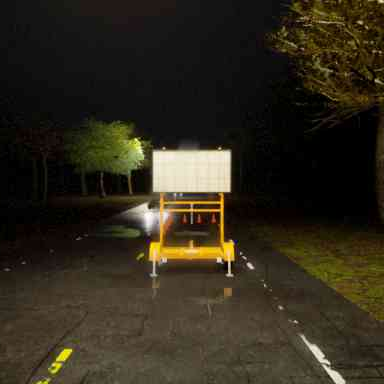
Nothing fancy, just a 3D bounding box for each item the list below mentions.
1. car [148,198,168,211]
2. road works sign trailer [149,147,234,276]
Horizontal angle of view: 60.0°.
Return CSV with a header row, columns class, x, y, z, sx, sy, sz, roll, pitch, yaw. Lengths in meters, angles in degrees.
class,x,y,z,sx,sy,sz,roll,pitch,yaw
car,-3.624,1.279,35.758,1.895,1.301,4.718,0,1,0
road works sign trailer,-0.006,0.433,10.176,2.380,3.560,2.880,0,0,0
